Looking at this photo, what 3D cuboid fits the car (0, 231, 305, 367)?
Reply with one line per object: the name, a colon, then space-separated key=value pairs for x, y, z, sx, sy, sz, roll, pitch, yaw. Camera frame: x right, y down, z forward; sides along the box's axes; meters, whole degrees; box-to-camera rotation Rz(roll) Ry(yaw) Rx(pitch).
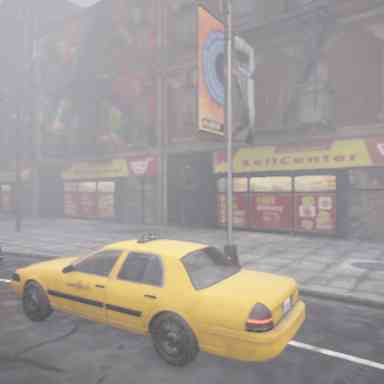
car: x=-0.951 y=1.461 z=5.693 sx=5.366 sy=1.575 sz=1.801 roll=0 pitch=0 yaw=31
